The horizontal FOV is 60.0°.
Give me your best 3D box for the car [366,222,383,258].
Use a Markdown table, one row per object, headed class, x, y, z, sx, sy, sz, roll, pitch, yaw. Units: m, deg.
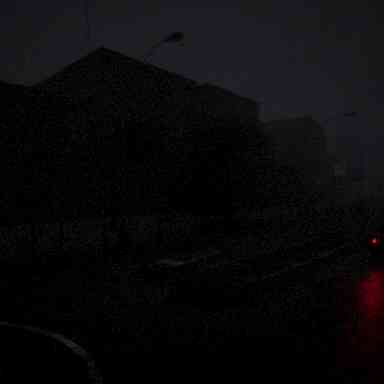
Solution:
| class | x | y | z | sx | sy | sz | roll | pitch | yaw |
| --- | --- | --- | --- | --- | --- | --- | --- | --- | --- |
| car | 7.856 | 1.560 | 11.863 | 1.895 | 1.301 | 4.718 | -1 | 0 | 43 |
